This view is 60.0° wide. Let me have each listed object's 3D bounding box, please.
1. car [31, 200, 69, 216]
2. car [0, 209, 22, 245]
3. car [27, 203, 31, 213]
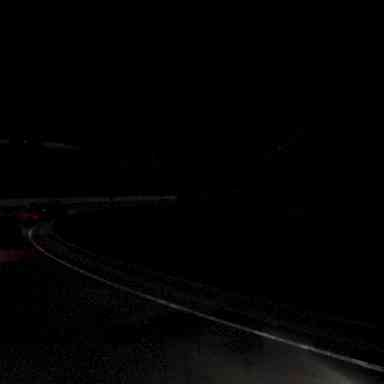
[{"bbox_3d":[-14.244,1.575,34.145,1.882,1.535,5.008,0,0,-3],"label":"car"},{"bbox_3d":[-8.948,1.522,15.211,1.882,1.535,5.008,0,0,-31],"label":"car"},{"bbox_3d":[-17.521,1.632,39.129,1.812,1.442,4.674,0,0,4],"label":"car"}]
